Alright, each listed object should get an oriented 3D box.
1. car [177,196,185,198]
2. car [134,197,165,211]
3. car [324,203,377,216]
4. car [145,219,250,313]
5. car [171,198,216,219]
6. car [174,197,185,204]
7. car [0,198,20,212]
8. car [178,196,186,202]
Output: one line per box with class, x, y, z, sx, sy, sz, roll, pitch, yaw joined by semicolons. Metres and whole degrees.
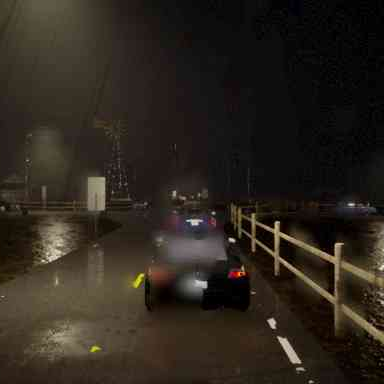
car;-2.740;1.810;58.730;1.895;1.301;4.718;0;0;0
car;-5.413;1.466;42.683;2.097;1.767;4.553;-1;-1;29
car;17.908;1.950;37.662;5.357;1.411;2.033;1;-2;0
car;0.110;1.573;7.749;1.994;1.385;4.181;0;0;0
car;0.122;1.380;16.392;2.097;1.767;4.553;0;0;0
car;-2.634;1.825;71.777;2.128;1.511;4.902;0;0;0
car;-20.255;1.292;34.093;4.892;1.490;1.837;1;-2;0
car;-2.608;1.874;86.189;1.882;1.535;5.008;0;0;0
